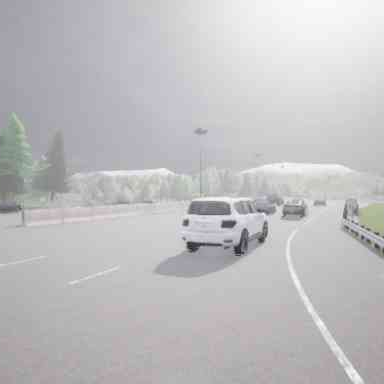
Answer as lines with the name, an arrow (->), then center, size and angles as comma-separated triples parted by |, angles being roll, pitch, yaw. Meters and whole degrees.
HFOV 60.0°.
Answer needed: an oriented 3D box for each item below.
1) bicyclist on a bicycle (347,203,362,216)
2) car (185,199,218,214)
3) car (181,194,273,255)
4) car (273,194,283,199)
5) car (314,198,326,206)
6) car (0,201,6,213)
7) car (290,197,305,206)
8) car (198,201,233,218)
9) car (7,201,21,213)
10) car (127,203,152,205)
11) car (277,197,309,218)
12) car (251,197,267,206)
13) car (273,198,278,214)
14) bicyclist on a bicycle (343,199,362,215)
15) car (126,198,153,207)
bicyclist on a bicycle -> 15.825, 1.506, 32.767 | 1.656, 1.620, 0.582 | 1, 1, 18
car -> 1.145, 1.596, 37.591 | 1.882, 1.535, 5.008 | 0, 0, 25
car -> 1.540, 1.235, 13.629 | 2.150, 2.045, 5.566 | 0, 0, 25
car -> 14.278, 1.376, 57.347 | 2.150, 2.045, 5.566 | 0, 0, 25
car -> 22.201, 1.672, 57.730 | 2.033, 1.411, 5.357 | 0, 0, 25
car -> -18.932, 1.640, 28.163 | 1.882, 1.535, 5.008 | 0, 0, 25
car -> 18.323, 1.666, 57.720 | 1.812, 1.442, 4.674 | 0, 0, 25
car -> 2.329, 1.651, 31.856 | 1.994, 1.385, 4.181 | 0, 0, 25
car -> -21.982, 1.739, 38.196 | 1.812, 1.442, 4.674 | 0, 0, 25
car -> -7.963, 1.711, 51.600 | 2.128, 1.511, 4.902 | 0, 0, 25
car -> 9.673, 1.546, 31.004 | 2.128, 1.511, 4.902 | 0, 0, 25
car -> 12.513, 1.689, 61.819 | 1.837, 1.490, 4.892 | 0, 0, 25
car -> 7.405, 1.642, 34.452 | 1.994, 1.385, 4.181 | 0, 0, 25
bicyclist on a bicycle -> 16.247, 1.506, 33.666 | 0.582, 1.620, 1.656 | 3, -2, -44
car -> -8.994, 1.799, 57.623 | 2.033, 1.411, 5.357 | 0, 0, 25
